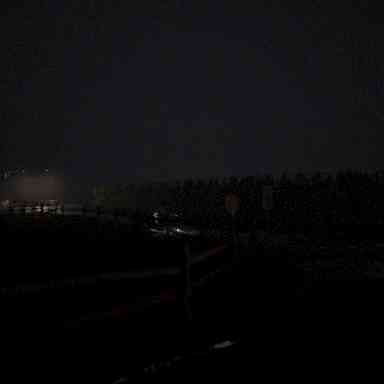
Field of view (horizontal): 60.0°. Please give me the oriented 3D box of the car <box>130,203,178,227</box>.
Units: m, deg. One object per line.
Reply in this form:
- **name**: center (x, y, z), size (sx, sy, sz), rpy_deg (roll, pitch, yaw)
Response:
- **car**: center (-2.978, 1.670, 25.581), size (2.097, 1.767, 4.553), rpy_deg (0, -1, -35)
